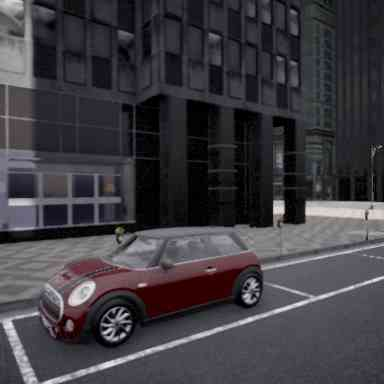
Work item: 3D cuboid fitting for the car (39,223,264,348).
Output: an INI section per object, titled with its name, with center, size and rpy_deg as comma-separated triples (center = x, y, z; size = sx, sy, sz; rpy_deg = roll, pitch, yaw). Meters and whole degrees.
[car]
center = -0.605, 1.432, 6.222
size = 4.097, 1.590, 1.967
rpy_deg = 0, 0, -36
